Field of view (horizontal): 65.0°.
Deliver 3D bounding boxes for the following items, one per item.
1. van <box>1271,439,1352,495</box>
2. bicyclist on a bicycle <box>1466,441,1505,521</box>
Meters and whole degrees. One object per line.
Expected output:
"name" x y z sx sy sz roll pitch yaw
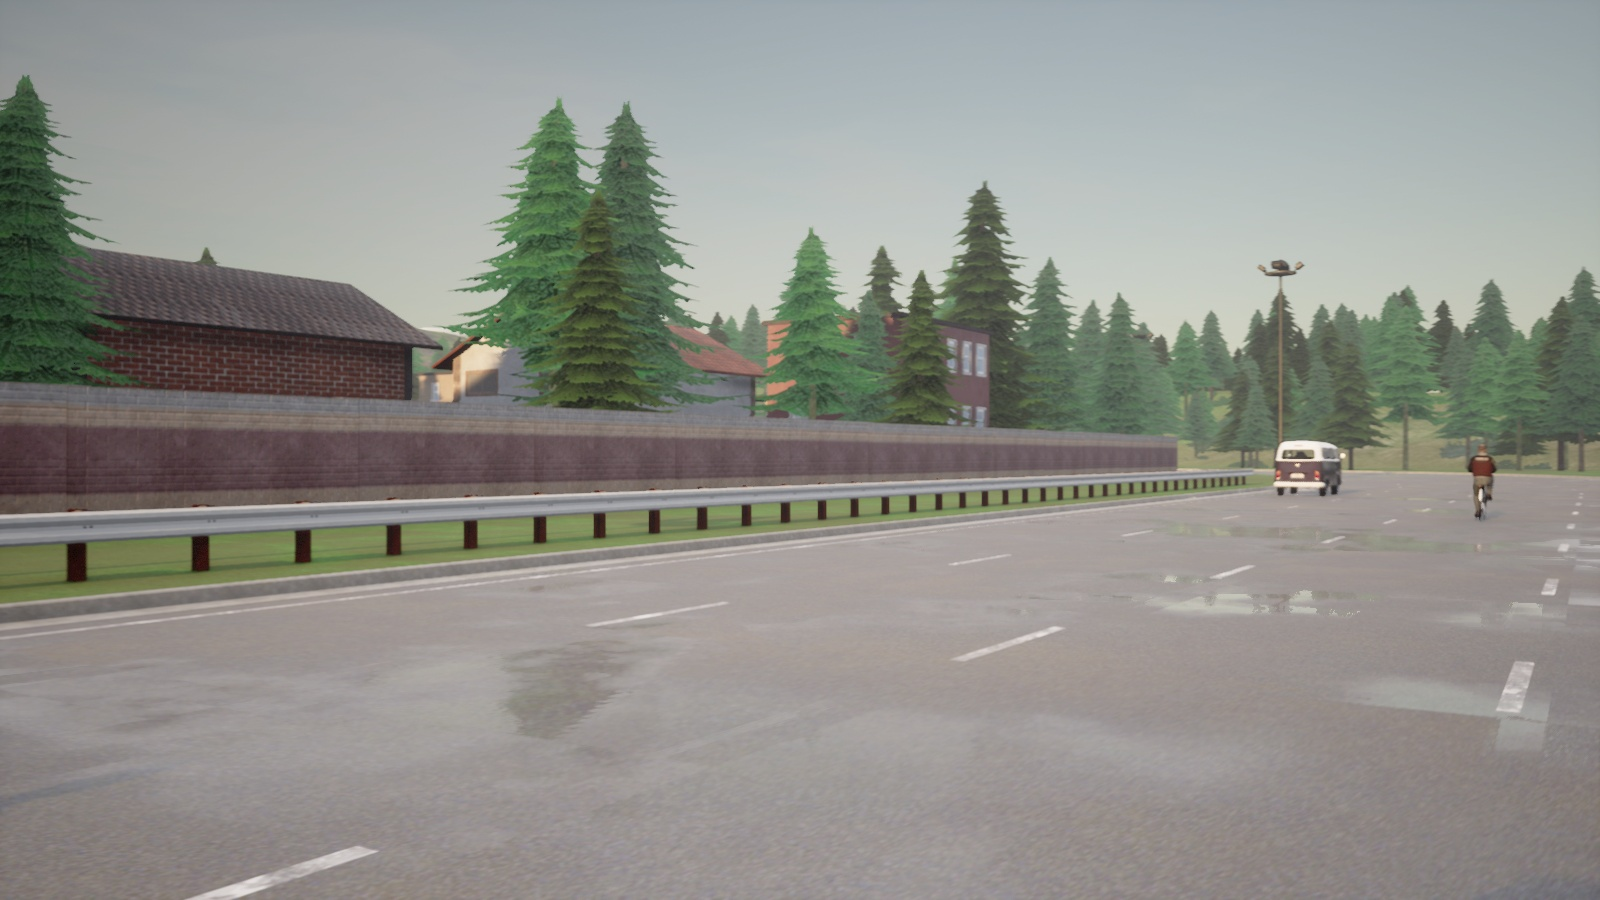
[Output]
"van" 19.449 0.626 47.677 2.069 2.038 4.480 0 0 32
"bicyclist on a bicycle" 15.822 0.699 28.948 0.659 1.776 1.843 0 0 32
